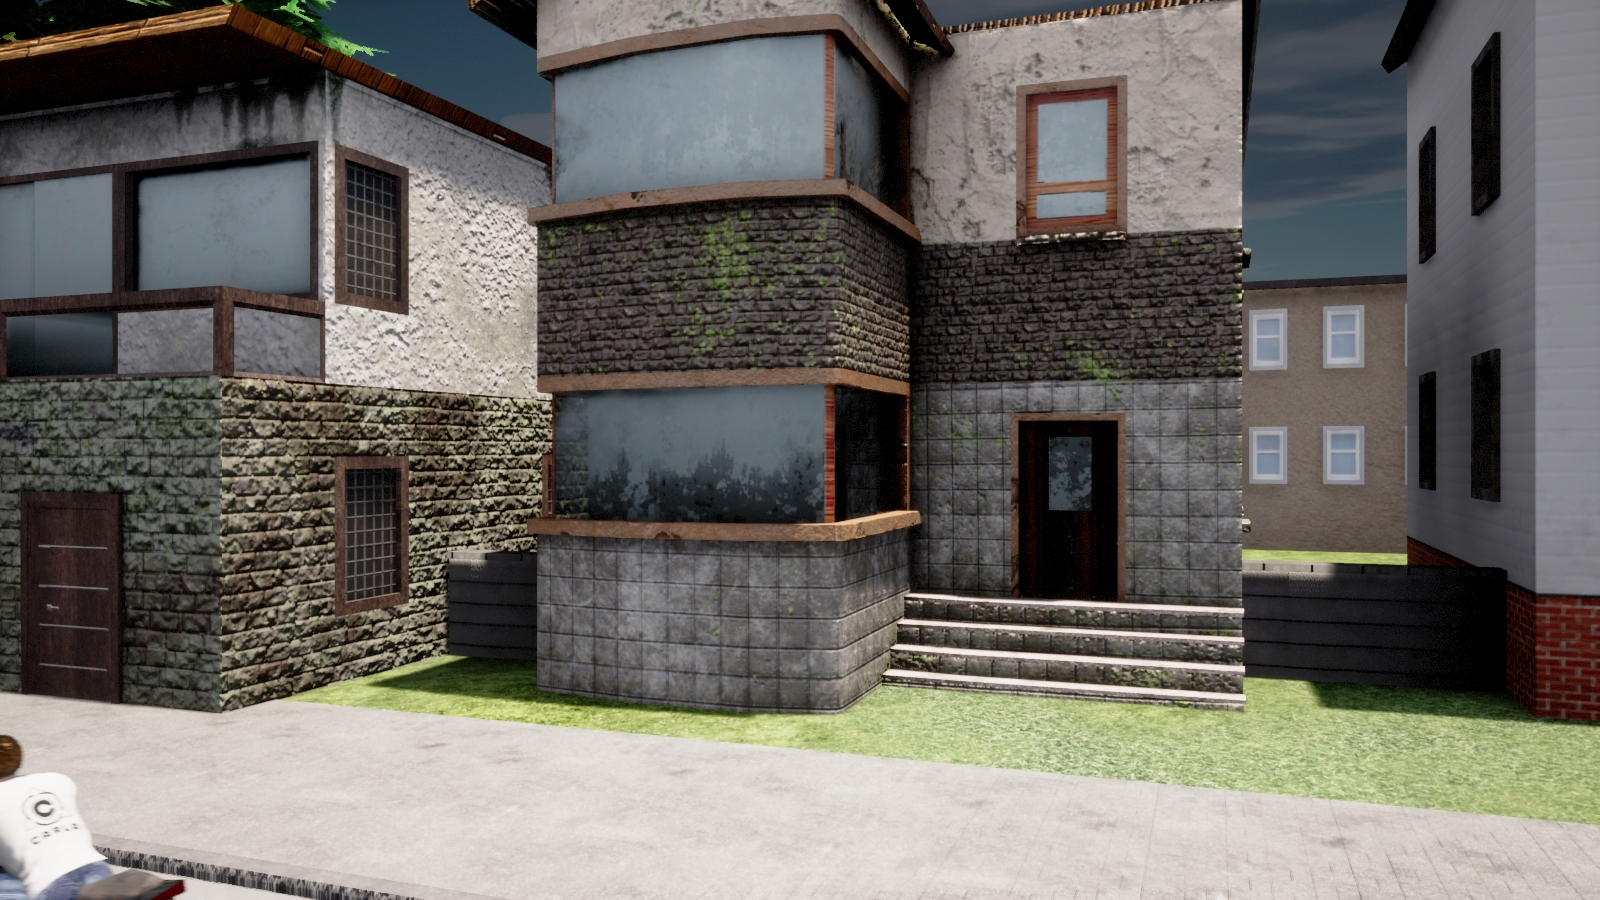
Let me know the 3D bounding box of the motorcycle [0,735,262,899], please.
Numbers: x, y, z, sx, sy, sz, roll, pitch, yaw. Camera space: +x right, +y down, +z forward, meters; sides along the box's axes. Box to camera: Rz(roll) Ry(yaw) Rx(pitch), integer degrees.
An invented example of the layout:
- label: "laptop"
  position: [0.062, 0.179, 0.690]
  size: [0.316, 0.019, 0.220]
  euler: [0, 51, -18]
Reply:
- label: "motorcycle"
  position: [-3.513, 1.992, 5.110]
  size: [2.033, 1.145, 0.803]
  euler: [0, 0, 20]
